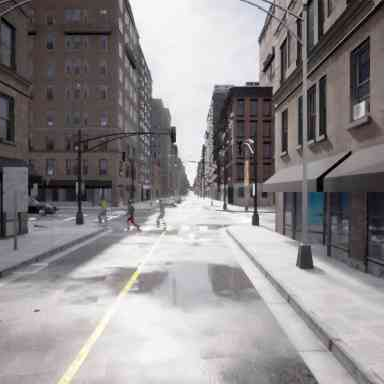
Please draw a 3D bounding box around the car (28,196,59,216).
[{"bbox_3d":[-14.035,1.146,29.022,4.553,1.767,2.097,1,0,-1],"label":"car"}]

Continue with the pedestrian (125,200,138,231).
[{"bbox_3d":[-3.443,1.288,18.875,0.375,1.860,0.375,0,0,0],"label":"pedestrian"}]

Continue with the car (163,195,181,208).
[{"bbox_3d":[-3.184,1.524,48.997,2.033,1.411,5.357,0,0,0],"label":"car"}]

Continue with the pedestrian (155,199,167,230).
[{"bbox_3d":[-1.829,1.285,19.482,0.375,1.860,0.375,0,0,0],"label":"pedestrian"}]

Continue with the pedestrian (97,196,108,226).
[{"bbox_3d":[-5.376,1.136,20.072,0.375,1.860,0.375,0,0,0],"label":"pedestrian"}]

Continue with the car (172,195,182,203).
[{"bbox_3d":[-3.083,1.465,69.404,1.837,1.490,4.892,0,0,0],"label":"car"}]
